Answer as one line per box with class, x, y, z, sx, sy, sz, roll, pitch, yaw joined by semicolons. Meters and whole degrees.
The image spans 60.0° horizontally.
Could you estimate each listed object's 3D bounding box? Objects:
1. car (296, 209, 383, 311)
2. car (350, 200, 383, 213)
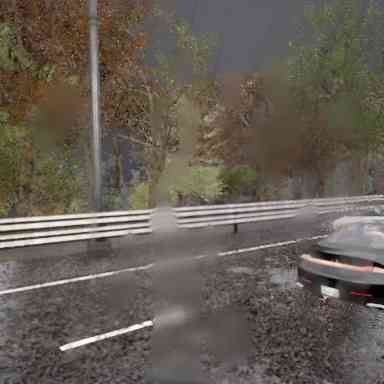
car;4.167;1.304;6.680;4.902;1.511;2.128;-2;1;-35
car;7.874;0.979;13.582;4.718;1.301;1.895;-10;1;-35
